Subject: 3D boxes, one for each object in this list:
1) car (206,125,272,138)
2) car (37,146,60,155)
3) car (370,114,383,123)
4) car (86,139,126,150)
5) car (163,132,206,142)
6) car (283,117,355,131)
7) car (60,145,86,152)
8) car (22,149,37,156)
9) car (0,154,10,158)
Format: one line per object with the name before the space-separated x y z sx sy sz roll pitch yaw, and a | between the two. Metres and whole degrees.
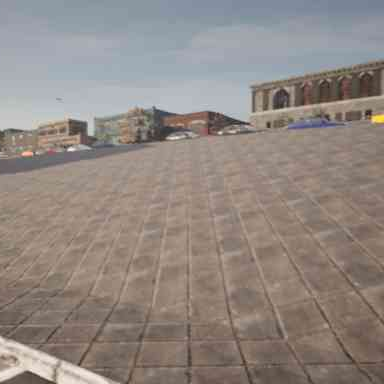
car | 3.943 -4.332 25.336 4.892 1.521 2.231 2 1 39
car | -17.459 -5.091 42.797 4.553 1.767 2.185 2 1 39
car | 12.749 -4.017 18.592 5.008 1.535 2.097 2 2 37
car | -8.808 -4.842 35.735 4.553 1.767 2.185 2 1 39
car | -0.336 -4.469 28.820 4.892 1.521 2.231 2 1 39
car | 8.309 -4.137 21.918 4.674 1.452 2.002 2 2 38
car | -13.065 -4.799 39.211 4.674 1.452 2.002 2 1 39
car | -21.734 -5.210 46.288 4.553 1.767 2.185 2 1 39
car | -30.268 -5.310 53.254 4.892 1.521 2.231 1 1 39
